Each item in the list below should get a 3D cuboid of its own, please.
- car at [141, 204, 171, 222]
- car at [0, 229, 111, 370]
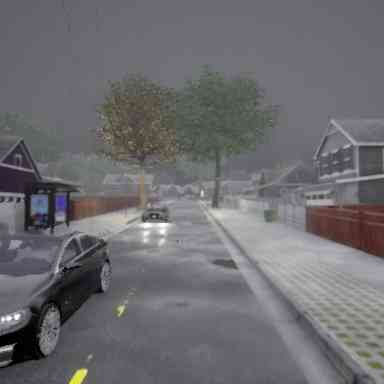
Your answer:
[{"bbox_3d":[-2.762,1.623,26.363,1.994,1.385,4.181,0,0,0],"label":"car"},{"bbox_3d":[-2.829,1.494,6.028,2.128,1.511,4.902,0,0,0],"label":"car"}]
